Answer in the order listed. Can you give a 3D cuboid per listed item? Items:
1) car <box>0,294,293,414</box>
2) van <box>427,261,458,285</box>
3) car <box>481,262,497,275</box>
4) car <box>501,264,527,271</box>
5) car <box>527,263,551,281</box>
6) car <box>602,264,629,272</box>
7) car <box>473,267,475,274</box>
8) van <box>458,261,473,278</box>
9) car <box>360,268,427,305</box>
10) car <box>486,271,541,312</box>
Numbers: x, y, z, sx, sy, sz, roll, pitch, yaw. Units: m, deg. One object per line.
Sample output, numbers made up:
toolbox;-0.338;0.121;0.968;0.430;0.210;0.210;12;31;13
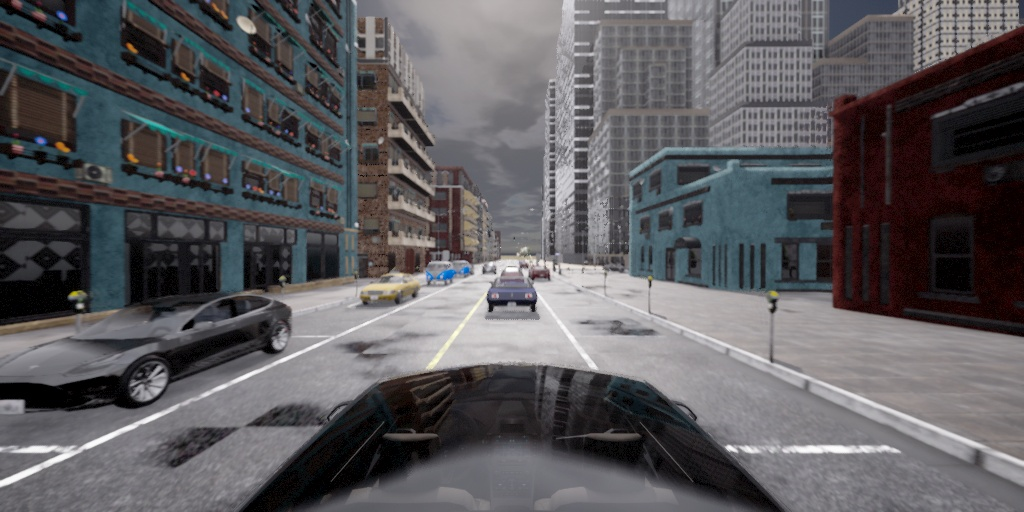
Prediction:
car;-5.692;1.360;6.242;1.948;1.339;4.313;0;0;0
van;-5.696;1.348;28.564;1.690;1.789;3.998;0;0;0
car;-3.026;1.680;48.387;2.128;1.511;4.902;0;-1;0
car;0.016;1.588;30.340;1.994;1.385;4.181;0;0;1
car;2.684;1.604;34.182;1.888;1.381;4.507;0;0;0
car;16.705;1.970;57.521;4.403;1.370;2.007;0;0;1
car;-5.698;1.710;45.305;2.007;1.370;4.403;0;0;0
van;-5.697;1.450;39.726;1.690;1.789;3.998;0;0;0
car;-5.694;1.428;17.234;1.751;1.417;4.829;0;0;0
car;0.015;1.482;15.070;1.895;1.301;4.718;0;-1;0
